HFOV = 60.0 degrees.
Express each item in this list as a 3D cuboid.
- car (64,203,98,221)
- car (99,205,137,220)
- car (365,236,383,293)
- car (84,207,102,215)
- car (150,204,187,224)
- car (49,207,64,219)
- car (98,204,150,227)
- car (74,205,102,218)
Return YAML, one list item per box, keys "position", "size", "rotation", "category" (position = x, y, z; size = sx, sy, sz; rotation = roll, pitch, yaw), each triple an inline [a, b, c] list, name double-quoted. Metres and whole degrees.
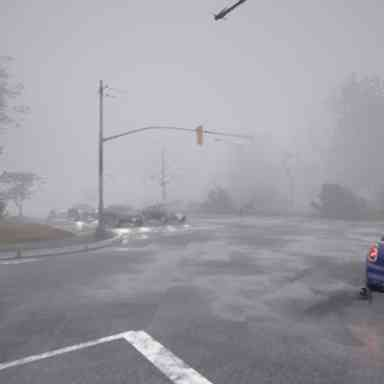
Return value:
- position: [-10.736, 1.877, 32.719]
  size: [2.097, 1.767, 4.553]
  rotation: [0, -3, -34]
  category: "car"
- position: [-7.813, 2.087, 34.641]
  size: [2.033, 1.411, 5.357]
  rotation: [0, -3, -34]
  category: "car"
- position: [6.096, 1.392, 7.689]
  size: [4.553, 1.767, 2.097]
  rotation: [0, 0, -33]
  category: "car"
- position: [-18.998, 3.615, 63.841]
  size: [1.837, 1.490, 4.892]
  rotation: [0, -3, -34]
  category: "car"
- position: [-2.297, 1.690, 26.467]
  size: [2.128, 1.511, 4.902]
  rotation: [0, -2, -35]
  category: "car"
- position: [-16.372, 2.552, 41.069]
  size: [1.812, 1.442, 4.674]
  rotation: [0, -3, -34]
  category: "car"
- position: [-5.126, 1.685, 24.466]
  size: [1.837, 1.490, 4.892]
  rotation: [0, -2, -31]
  category: "car"
- position: [-13.648, 2.550, 43.287]
  size: [2.128, 1.511, 4.902]
  rotation: [0, -3, -34]
  category: "car"
